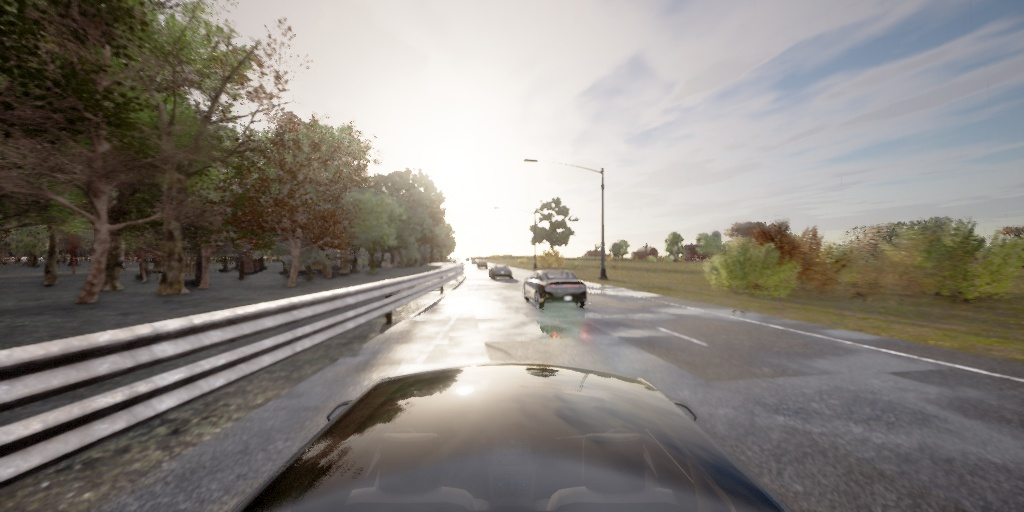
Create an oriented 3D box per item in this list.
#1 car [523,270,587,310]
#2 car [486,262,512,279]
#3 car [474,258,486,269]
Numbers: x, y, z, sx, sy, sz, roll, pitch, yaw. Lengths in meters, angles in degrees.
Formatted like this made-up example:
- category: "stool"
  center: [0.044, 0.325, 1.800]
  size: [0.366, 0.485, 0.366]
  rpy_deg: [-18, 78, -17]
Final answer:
- category: "car"
  center: [1.668, 1.322, 15.234]
  size: [2.128, 1.511, 4.902]
  rpy_deg: [0, 0, -8]
- category: "car"
  center: [-1.157, 1.485, 35.066]
  size: [1.994, 1.385, 4.181]
  rpy_deg: [0, 0, -8]
- category: "car"
  center: [-5.438, 1.546, 65.110]
  size: [1.837, 1.490, 4.892]
  rpy_deg: [0, 0, -8]
